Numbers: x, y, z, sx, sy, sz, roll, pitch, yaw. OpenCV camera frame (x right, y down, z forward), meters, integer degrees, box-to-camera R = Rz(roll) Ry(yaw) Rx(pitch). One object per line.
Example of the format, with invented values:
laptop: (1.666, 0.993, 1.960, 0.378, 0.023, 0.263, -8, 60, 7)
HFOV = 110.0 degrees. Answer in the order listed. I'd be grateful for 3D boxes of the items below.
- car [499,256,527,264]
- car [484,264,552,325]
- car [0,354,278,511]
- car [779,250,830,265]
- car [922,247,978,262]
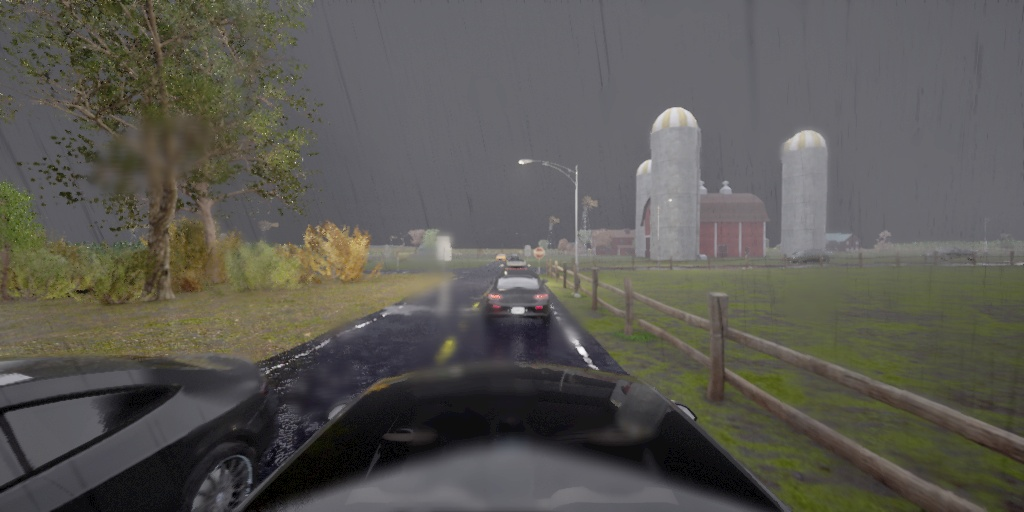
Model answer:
car: (0.255, 0.959, 24.946, 1.837, 1.490, 4.892, 0, 0, -1)
car: (0.174, 1.153, 11.192, 1.812, 1.442, 4.674, 0, 1, 0)
car: (-2.858, 1.282, 1.148, 1.812, 1.442, 4.674, 0, 1, 0)
car: (33.053, 0.112, 40.643, 4.553, 1.767, 2.097, -1, 2, 0)
car: (49.445, -0.218, 40.527, 4.902, 1.511, 2.128, -1, 2, 0)
